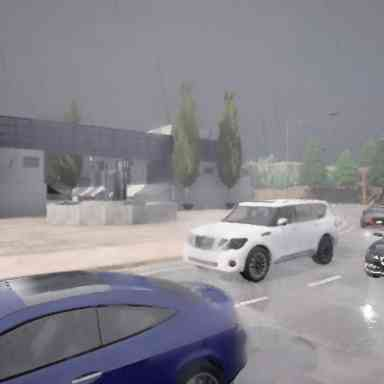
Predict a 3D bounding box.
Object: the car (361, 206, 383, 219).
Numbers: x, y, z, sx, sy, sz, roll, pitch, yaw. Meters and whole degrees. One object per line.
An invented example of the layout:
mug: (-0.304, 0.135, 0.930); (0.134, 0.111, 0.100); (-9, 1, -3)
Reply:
car: (12.168, 1.634, 21.643); (1.994, 1.385, 4.181); (0, 0, 29)

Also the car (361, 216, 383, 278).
car: (6.509, 1.534, 9.306); (4.892, 1.490, 1.837); (1, -1, -43)

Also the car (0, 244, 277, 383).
car: (-1.506, 1.547, 2.977); (4.674, 1.442, 1.812); (0, 0, -37)

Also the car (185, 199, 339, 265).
car: (2.365, 1.263, 10.274); (5.566, 2.045, 2.150); (-1, 0, -39)
